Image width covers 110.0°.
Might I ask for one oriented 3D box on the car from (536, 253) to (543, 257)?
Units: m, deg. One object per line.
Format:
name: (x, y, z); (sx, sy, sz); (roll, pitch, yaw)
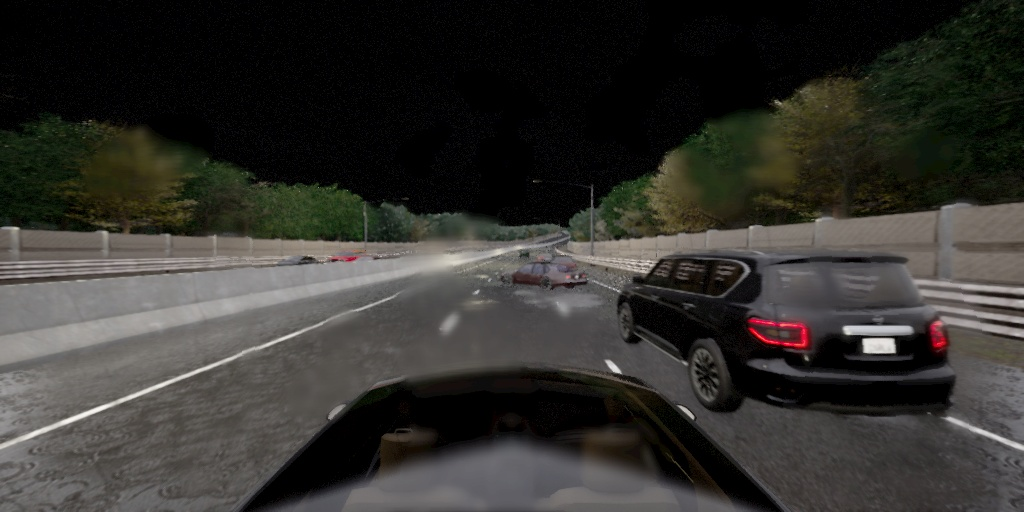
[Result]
car: (4.488, 0.374, 49.594); (2.097, 1.767, 4.553); (0, 1, 2)

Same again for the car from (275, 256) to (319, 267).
car: (-20.605, 0.723, 34.611); (1.837, 1.490, 4.892); (0, 1, 2)

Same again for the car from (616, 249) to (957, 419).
car: (3.506, 0.911, 6.100); (2.150, 2.045, 5.566); (0, 1, 0)

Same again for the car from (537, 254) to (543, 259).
car: (4.091, 0.759, 38.747); (2.033, 1.411, 5.357); (0, 1, 2)

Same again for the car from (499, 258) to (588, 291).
car: (1.547, 1.037, 19.534); (2.033, 1.411, 5.357); (-1, 1, -41)

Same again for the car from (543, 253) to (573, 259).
car: (3.795, 0.725, 27.826); (2.097, 1.767, 4.553); (0, 1, 1)

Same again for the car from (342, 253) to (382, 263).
car: (-13.622, 0.724, 33.796); (1.882, 1.535, 5.008); (0, 0, 2)

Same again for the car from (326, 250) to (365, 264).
car: (-17.020, 0.408, 37.309); (2.150, 2.045, 5.566); (0, 1, 2)
